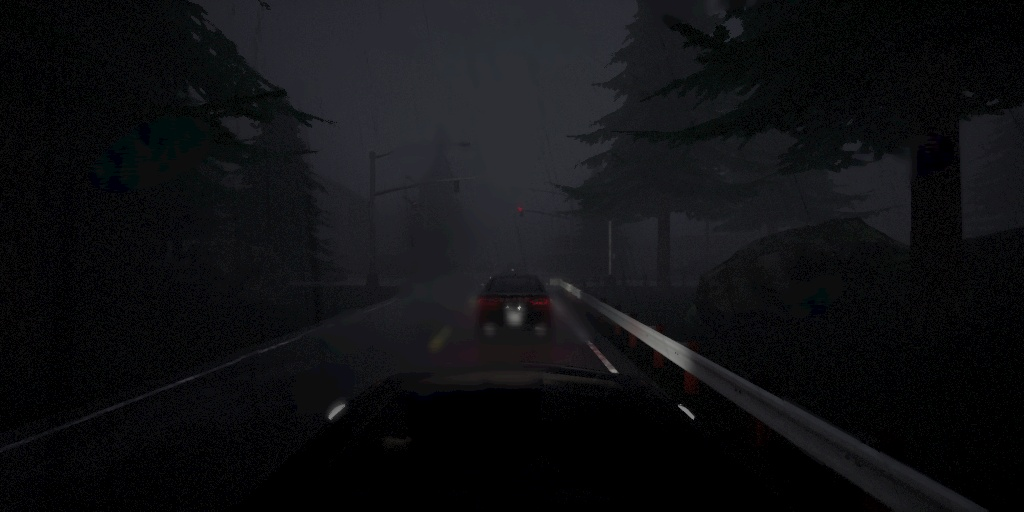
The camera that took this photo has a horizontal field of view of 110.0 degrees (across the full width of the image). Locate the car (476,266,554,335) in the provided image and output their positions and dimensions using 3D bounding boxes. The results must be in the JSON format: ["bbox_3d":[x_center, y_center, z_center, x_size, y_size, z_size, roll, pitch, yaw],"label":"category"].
[{"bbox_3d":[0.103,1.228,10.494,1.882,1.535,5.008,0,0,1],"label":"car"}]

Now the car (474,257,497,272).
[{"bbox_3d":[-3.352,1.228,45.124,1.882,1.535,5.008,0,0,0],"label":"car"}]

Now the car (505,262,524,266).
[{"bbox_3d":[0.229,1.314,36.776,1.994,1.385,4.181,0,0,4],"label":"car"}]

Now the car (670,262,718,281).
[{"bbox_3d":[15.235,1.226,29.610,4.902,1.511,2.128,0,0,0],"label":"car"}]

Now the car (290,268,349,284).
[{"bbox_3d":[-14.630,1.212,26.273,5.008,1.535,1.882,0,0,1],"label":"car"}]
